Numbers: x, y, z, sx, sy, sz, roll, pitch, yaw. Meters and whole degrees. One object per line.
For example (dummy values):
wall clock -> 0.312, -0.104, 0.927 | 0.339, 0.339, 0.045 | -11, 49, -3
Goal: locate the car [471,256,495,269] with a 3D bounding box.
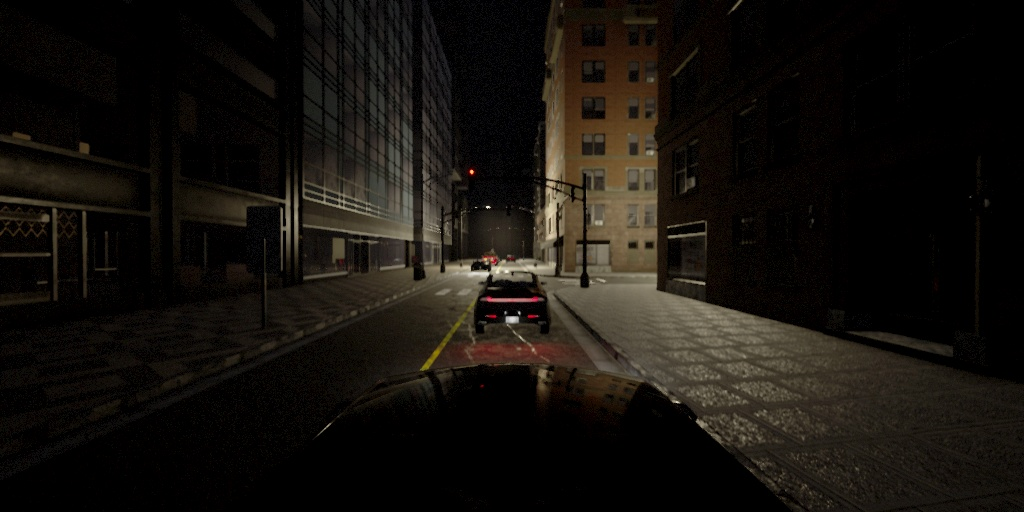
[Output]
car -> -3.211, 0.947, 38.153 | 1.994, 1.385, 4.181 | 0, 1, 0

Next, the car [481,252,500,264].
car -> -3.235, 0.461, 52.347 | 2.150, 2.045, 5.566 | 0, 0, 0

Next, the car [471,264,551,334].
car -> 0.016, 1.159, 10.282 | 2.128, 1.511, 4.902 | 0, 1, 0
